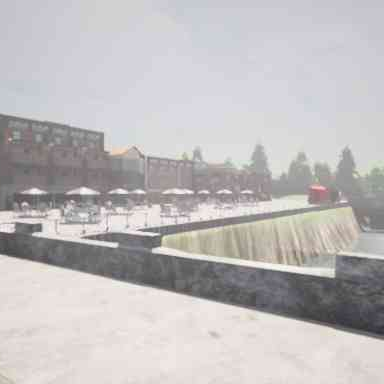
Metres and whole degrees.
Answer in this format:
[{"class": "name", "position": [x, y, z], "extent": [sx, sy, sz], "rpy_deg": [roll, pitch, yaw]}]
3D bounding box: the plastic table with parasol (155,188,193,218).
[{"class": "plastic table with parasol", "position": [-1.605, 0.934, 29.922], "extent": [2.482, 2.480, 2.482], "rpy_deg": [0, 0, 35]}]

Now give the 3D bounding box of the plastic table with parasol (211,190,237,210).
[{"class": "plastic table with parasol", "position": [4.176, 0.936, 42.978], "extent": [2.482, 2.480, 2.482], "rpy_deg": [0, 0, 35]}]
